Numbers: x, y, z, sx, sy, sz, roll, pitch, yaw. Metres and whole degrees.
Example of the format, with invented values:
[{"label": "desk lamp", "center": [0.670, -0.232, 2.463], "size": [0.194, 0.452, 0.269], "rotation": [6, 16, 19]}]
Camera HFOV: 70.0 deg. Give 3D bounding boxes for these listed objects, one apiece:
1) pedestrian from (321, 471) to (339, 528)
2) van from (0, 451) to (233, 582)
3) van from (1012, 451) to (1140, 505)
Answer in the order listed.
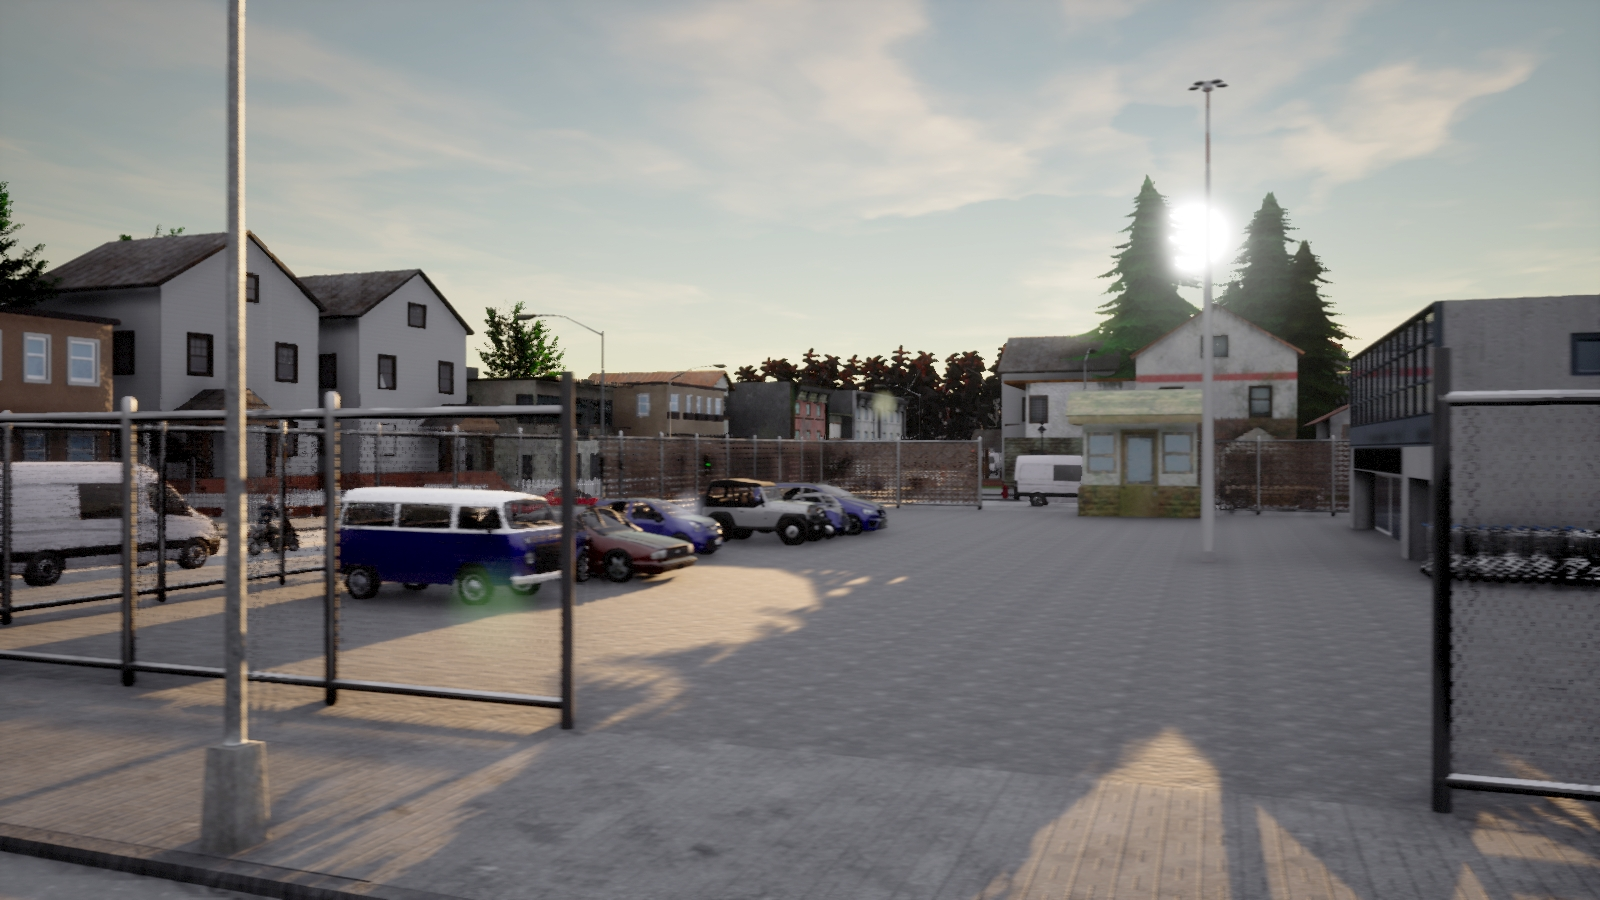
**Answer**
[{"label": "pedestrian", "center": [-15.450, 1.628, 37.565], "size": [0.375, 1.860, 0.375], "rotation": [0, 0, 27]}, {"label": "van", "center": [-15.768, 1.314, 25.424], "size": [1.988, 2.561, 5.915], "rotation": [0, 0, 20]}, {"label": "van", "center": [13.507, 1.315, 55.879], "size": [5.915, 2.561, 1.988], "rotation": [0, 0, 20]}]
